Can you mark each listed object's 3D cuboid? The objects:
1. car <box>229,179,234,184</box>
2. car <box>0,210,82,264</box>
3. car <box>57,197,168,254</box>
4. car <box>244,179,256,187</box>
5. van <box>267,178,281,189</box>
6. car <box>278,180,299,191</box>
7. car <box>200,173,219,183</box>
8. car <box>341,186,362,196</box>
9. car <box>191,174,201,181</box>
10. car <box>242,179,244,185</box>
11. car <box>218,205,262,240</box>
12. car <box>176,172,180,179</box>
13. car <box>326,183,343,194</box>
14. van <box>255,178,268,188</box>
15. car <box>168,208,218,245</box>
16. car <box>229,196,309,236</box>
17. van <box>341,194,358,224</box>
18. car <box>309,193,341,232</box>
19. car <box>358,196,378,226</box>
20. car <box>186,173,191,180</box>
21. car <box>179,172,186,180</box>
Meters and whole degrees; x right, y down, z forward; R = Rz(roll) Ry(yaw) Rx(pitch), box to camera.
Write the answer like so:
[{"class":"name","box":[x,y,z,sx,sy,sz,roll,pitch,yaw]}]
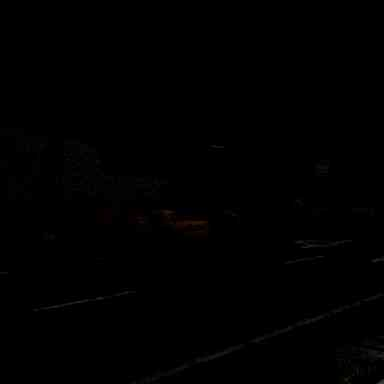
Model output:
[{"class":"car","box":[10.038,-2.322,74.744,2.002,1.452,4.674,7,3,35]},{"class":"car","box":[-6.468,1.523,11.935,4.792,1.488,2.163,-1,-1,34]},{"class":"car","box":[-4.026,1.246,13.685,5.566,2.045,2.435,-1,-1,34]},{"class":"car","box":[13.619,-1.817,69.968,1.946,1.575,5.366,7,3,35]},{"class":"van","box":[16.932,-1.496,64.771,1.878,1.987,4.442,7,4,35]},{"class":"car","box":[18.695,-0.997,62.412,2.231,1.521,4.892,7,3,35]},{"class":"car","box":[4.920,-3.181,82.246,1.946,1.575,5.366,7,3,34]},{"class":"car","box":[25.613,0.131,52.565,2.002,1.452,4.674,7,3,35]},{"class":"car","box":[3.065,-3.704,84.502,2.435,2.045,5.566,7,3,34]},{"class":"car","box":[11.784,-2.048,72.285,2.002,1.452,4.674,7,3,35]},{"class":"car","box":[0.894,1.546,17.148,4.674,1.452,2.002,-1,-1,35]},{"class":"car","box":[-2.243,-4.367,91.777,2.435,2.045,5.566,1,-1,34]},{"class":"car","box":[23.918,-0.431,55.035,2.435,2.045,5.566,7,3,35]},{"class":"van","box":[15.198,-1.769,67.239,1.878,1.987,4.442,7,4,35]},{"class":"car","box":[-1.709,1.501,15.516,5.366,1.575,1.946,-1,-1,34]},{"class":"car","box":[3.319,1.260,18.910,5.566,2.045,2.435,-1,-1,35]},{"class":"van","box":[8.365,1.294,22.293,4.442,1.987,1.878,-1,-1,35]},{"class":"car","box":[5.829,1.264,20.619,5.566,2.045,2.435,-1,-1,35]},{"class":"car","box":[10.771,1.400,24.047,4.553,1.767,2.185,-1,-1,35]},{"class":"car","box":[1.266,-3.855,86.965,2.185,1.767,4.553,6,3,34]},{"class":"car","box":[-0.468,-4.090,89.432,2.185,1.767,4.553,4,1,33]}]
